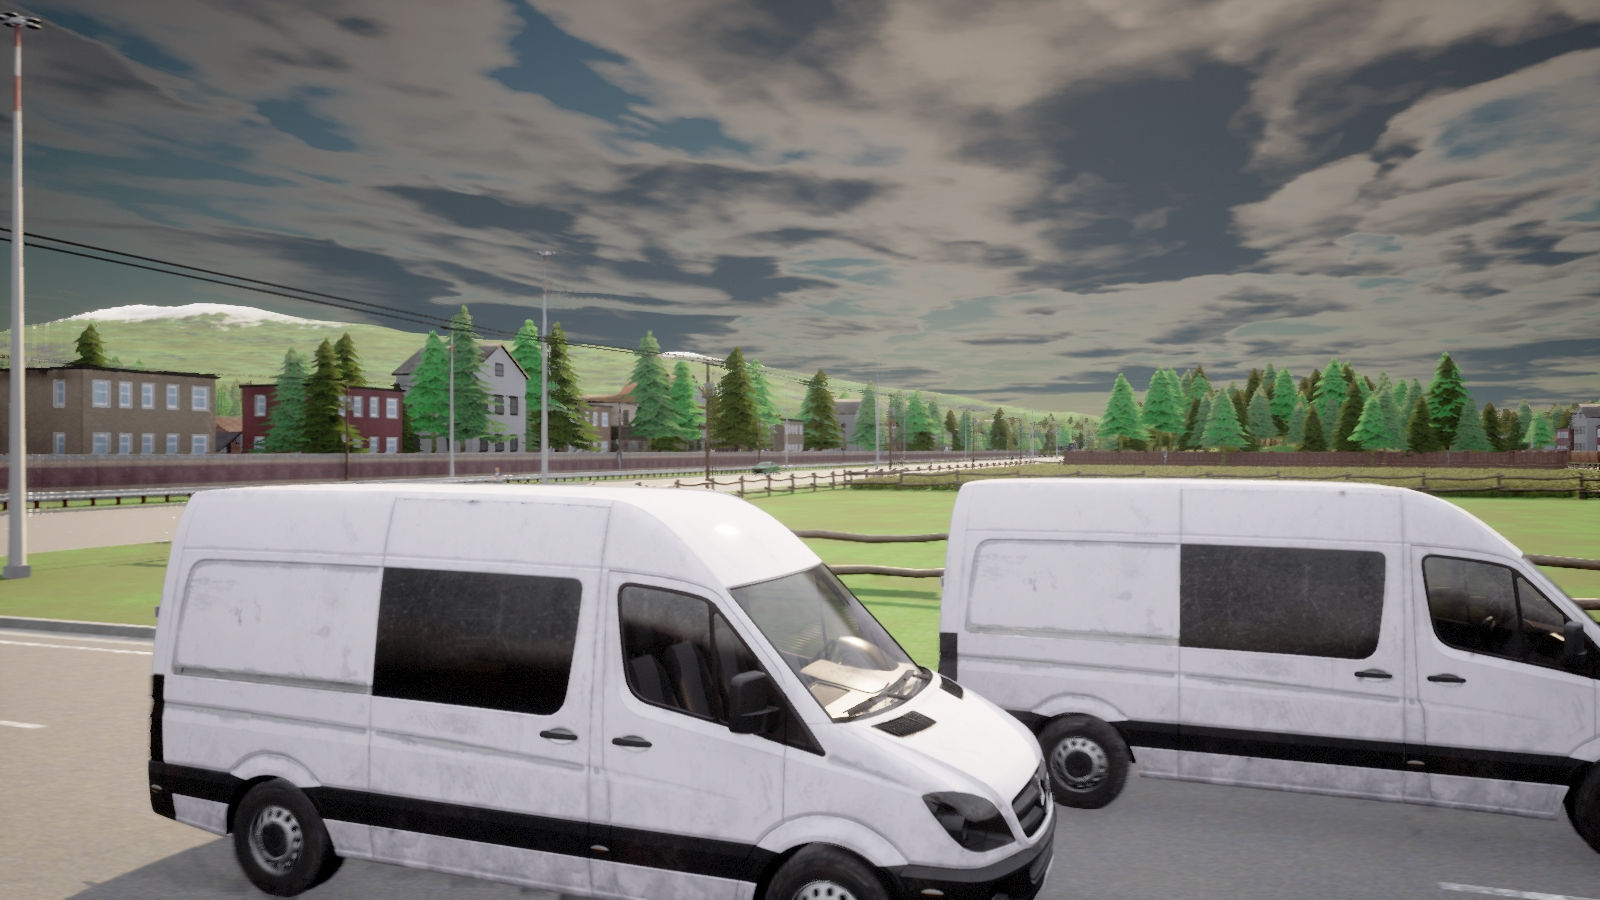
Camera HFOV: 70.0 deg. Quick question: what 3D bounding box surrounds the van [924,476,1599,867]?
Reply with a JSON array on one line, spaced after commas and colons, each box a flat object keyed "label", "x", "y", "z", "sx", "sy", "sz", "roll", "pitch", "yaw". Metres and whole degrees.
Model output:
[{"label": "van", "x": 4.127, "y": 1.535, "z": 9.234, "sx": 5.915, "sy": 2.561, "sz": 1.988, "roll": 0, "pitch": 0, "yaw": 20}]

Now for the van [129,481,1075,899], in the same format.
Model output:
[{"label": "van", "x": -1.339, "y": 1.535, "z": 7.497, "sx": 5.915, "sy": 2.561, "sz": 1.988, "roll": 0, "pitch": 0, "yaw": 20}]

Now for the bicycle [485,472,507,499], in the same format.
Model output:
[{"label": "bicycle", "x": -17.539, "y": 2.058, "z": 65.941, "sx": 0.373, "sy": 1.496, "sz": 1.643, "roll": 0, "pitch": 0, "yaw": 19}]
